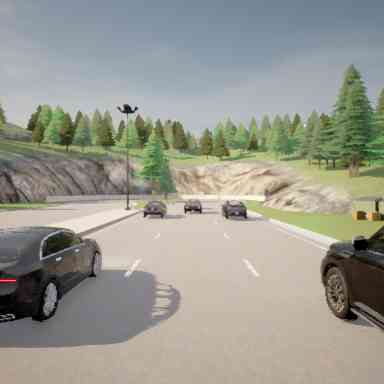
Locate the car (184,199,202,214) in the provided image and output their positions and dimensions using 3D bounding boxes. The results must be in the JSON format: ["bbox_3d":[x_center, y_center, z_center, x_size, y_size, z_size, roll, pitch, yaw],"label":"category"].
[{"bbox_3d":[0.107,1.601,35.833,1.895,1.301,4.718,0,0,0],"label":"car"}]

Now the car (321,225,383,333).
[{"bbox_3d":[3.601,1.219,4.164,2.150,2.045,5.566,0,0,0],"label":"car"}]

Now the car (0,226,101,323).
[{"bbox_3d":[-3.400,1.505,7.242,1.837,1.490,4.892,0,0,0],"label":"car"}]

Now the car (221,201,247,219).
[{"bbox_3d":[3.606,1.491,28.930,2.128,1.511,4.902,0,0,0],"label":"car"}]

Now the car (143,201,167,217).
[{"bbox_3d":[-3.394,1.547,31.075,2.033,1.411,5.357,0,0,0],"label":"car"}]

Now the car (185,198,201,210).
[{"bbox_3d":[0.202,1.564,44.594,1.994,1.385,4.181,0,0,2],"label":"car"}]
